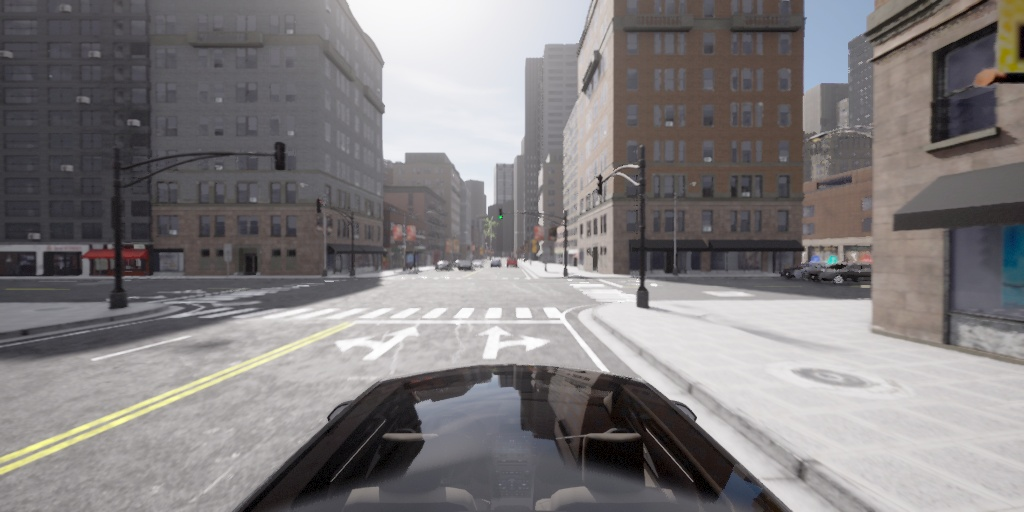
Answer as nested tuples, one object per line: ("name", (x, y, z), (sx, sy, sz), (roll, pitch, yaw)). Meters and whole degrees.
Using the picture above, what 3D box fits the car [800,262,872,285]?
("car", (23.372, 1.197, 24.945), (4.892, 1.490, 1.837), (0, 1, 0))

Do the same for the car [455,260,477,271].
("car", (-6.545, 1.379, 51.443), (1.882, 1.535, 5.008), (0, 0, 0))

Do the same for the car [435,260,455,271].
("car", (-9.793, 1.393, 51.607), (2.128, 1.511, 4.902), (0, 0, 0))

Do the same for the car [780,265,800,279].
("car", (23.634, 1.223, 28.196), (4.181, 1.385, 1.994), (0, 1, 0))
